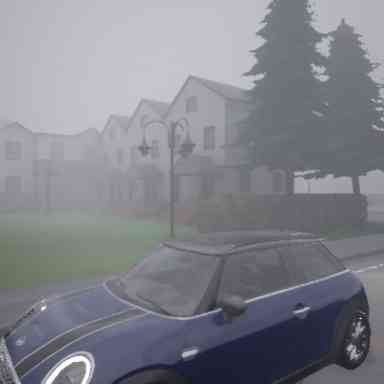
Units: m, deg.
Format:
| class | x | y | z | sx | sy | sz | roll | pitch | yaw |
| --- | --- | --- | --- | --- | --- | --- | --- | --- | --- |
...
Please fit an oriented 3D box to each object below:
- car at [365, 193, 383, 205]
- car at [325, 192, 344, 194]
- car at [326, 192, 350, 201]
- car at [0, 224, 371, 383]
| class | x | y | z | sx | sy | sz | roll | pitch | yaw |
| --- | --- | --- | --- | --- | --- | --- | --- | --- | --- |
| car | 28.176 | 1.042 | 49.971 | 1.932 | 1.855 | 4.605 | 0 | 0 | -36 |
| car | 30.910 | 1.004 | 73.393 | 1.905 | 1.878 | 3.866 | 0 | 0 | -36 |
| car | 33.024 | 1.022 | 75.429 | 1.932 | 1.855 | 4.605 | 0 | 0 | -36 |
| car | 0.171 | 1.349 | 4.100 | 4.553 | 1.767 | 2.097 | 0 | 0 | -35 |
